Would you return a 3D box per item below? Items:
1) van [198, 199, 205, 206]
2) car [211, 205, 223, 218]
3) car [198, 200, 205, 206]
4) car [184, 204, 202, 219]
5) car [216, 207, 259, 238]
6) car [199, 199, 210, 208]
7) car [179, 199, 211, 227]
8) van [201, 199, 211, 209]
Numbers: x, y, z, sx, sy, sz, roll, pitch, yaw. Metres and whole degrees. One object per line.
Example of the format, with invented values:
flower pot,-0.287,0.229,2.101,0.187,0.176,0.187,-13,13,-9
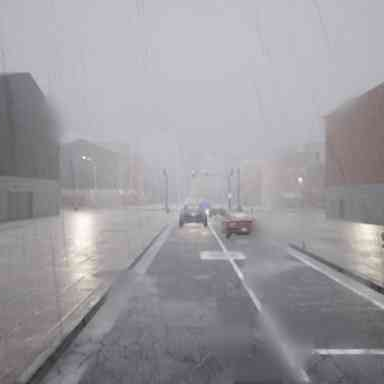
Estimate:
van,2.627,2.836,89.206,1.690,1.788,3.998,-1,-1,0
car,2.630,2.026,35.801,2.008,1.369,4.403,-1,-1,0
car,2.629,3.056,94.492,1.967,1.590,4.097,-1,-1,0
car,0.134,1.997,35.547,1.812,1.442,4.674,0,-1,1
car,2.630,1.775,18.926,1.887,1.381,4.507,-1,-1,0
car,2.626,2.468,73.340,2.192,1.841,5.009,-1,-1,0
car,0.102,1.677,25.730,2.097,1.767,4.553,0,-1,0
van,2.626,2.286,62.759,1.690,1.788,3.998,-1,-1,0
